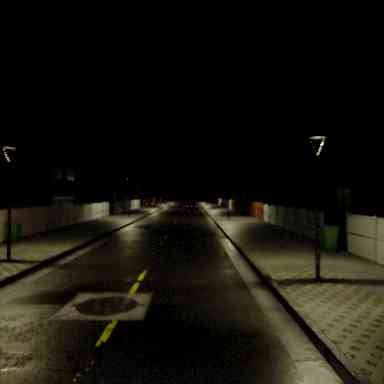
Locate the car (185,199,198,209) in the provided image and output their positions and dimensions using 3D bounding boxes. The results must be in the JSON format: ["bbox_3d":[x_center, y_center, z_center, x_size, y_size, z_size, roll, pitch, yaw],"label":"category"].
[{"bbox_3d":[-0.064,1.962,56.535,2.128,1.511,4.902,0,0,0],"label":"car"}]

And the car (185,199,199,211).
[{"bbox_3d":[-0.052,1.931,46.115,2.033,1.411,5.357,0,0,0],"label":"car"}]
